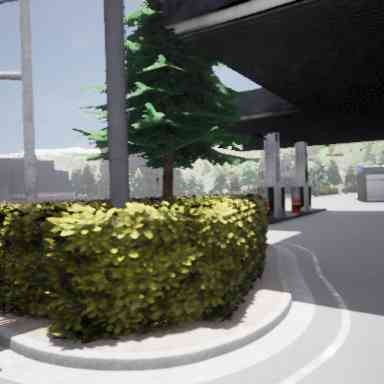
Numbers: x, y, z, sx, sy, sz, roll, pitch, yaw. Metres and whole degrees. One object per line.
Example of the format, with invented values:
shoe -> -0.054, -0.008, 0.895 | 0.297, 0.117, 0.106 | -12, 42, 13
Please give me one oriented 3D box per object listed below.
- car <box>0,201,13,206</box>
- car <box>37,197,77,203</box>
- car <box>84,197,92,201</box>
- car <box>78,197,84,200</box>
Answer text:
car -> -30.379, 2.203, 52.656 | 5.027, 1.636, 2.152 | -2, 0, 35
car -> -13.547, 1.592, 32.775 | 3.866, 1.878, 1.905 | -2, 0, 35
car -> -21.615, 1.833, 65.684 | 4.605, 1.855, 1.932 | -2, 0, 35
car -> -22.965, 1.862, 63.078 | 3.866, 1.878, 1.905 | -2, 0, 35
